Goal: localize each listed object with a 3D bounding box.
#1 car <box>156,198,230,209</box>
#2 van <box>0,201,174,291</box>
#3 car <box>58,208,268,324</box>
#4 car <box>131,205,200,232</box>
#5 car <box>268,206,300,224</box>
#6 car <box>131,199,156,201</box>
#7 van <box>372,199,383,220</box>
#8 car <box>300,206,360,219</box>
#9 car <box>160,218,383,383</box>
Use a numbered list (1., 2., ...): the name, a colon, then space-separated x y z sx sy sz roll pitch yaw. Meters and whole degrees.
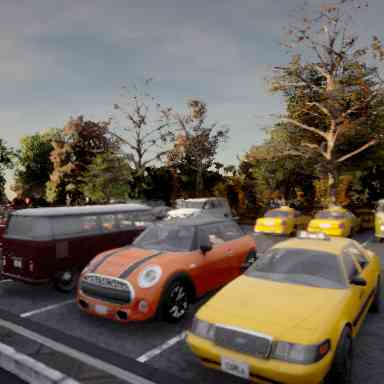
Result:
1. car: 0.542 1.439 21.892 2.435 2.045 5.566 -2 -1 35
2. van: -2.708 1.368 9.350 1.878 1.987 4.442 -1 -1 35
3. car: -0.273 1.413 7.530 2.185 1.767 4.553 -1 -1 35
4. car: -1.729 1.762 23.505 2.231 1.521 4.892 -2 -1 35
5. car: 5.342 1.573 18.771 1.946 1.575 5.366 -1 -1 35
6. car: -3.935 1.582 25.018 2.435 2.045 5.566 -2 -1 35
7. van: 9.623 1.267 15.383 1.878 1.987 4.442 -1 -1 35
8. car: 7.516 1.529 17.237 1.946 1.575 5.366 -1 -1 35
9. car: 1.989 1.495 5.671 1.946 1.575 5.366 -1 -1 35
